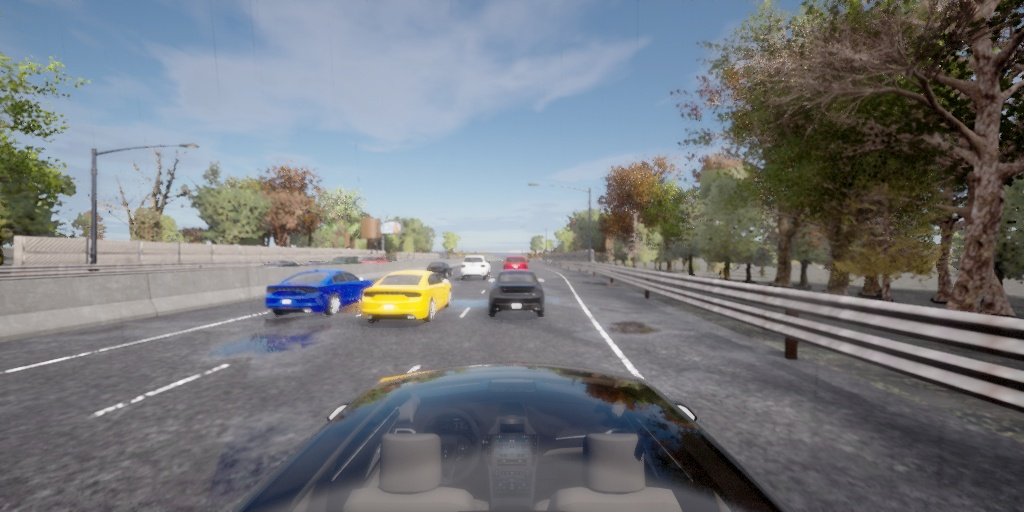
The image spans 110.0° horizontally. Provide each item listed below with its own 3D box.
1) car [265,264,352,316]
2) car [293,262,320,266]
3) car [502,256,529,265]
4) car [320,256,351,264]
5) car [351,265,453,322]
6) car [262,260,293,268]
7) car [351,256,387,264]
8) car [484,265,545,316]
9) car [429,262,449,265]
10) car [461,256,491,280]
[{"bbox_3d":[-6.830,1.237,13.389,1.882,1.535,5.008,0,0,1],"label":"car"},{"bbox_3d":[-24.266,1.365,43.879,1.994,1.385,4.181,0,0,1],"label":"car"},{"bbox_3d":[0.325,1.011,32.181,2.150,2.045,5.566,0,0,1],"label":"car"},{"bbox_3d":[-20.765,1.026,44.236,2.150,2.045,5.566,0,0,1],"label":"car"},{"bbox_3d":[-3.344,1.237,12.286,1.882,1.535,5.008,0,0,1],"label":"car"},{"bbox_3d":[-27.702,1.289,42.872,2.128,1.511,4.902,0,0,0],"label":"car"},{"bbox_3d":[-17.266,1.027,44.311,2.150,2.045,5.566,0,0,1],"label":"car"},{"bbox_3d":[0.170,1.269,13.464,1.837,1.490,4.892,0,0,1],"label":"car"},{"bbox_3d":[-6.669,1.293,33.202,1.837,1.490,4.892,0,0,1],"label":"car"},{"bbox_3d":[-3.176,1.010,32.146,2.150,2.045,5.566,0,0,1],"label":"car"}]
